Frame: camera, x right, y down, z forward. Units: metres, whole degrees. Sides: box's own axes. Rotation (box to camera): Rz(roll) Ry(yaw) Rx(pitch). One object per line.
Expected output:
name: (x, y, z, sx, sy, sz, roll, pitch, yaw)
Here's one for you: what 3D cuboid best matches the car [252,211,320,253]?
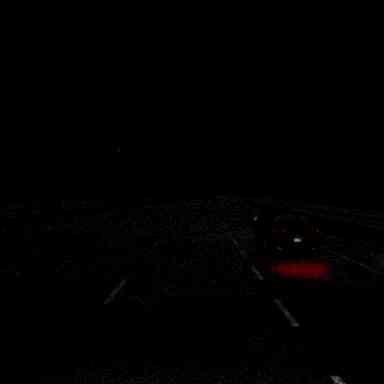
car: (3.725, 1.510, 13.947, 1.882, 1.535, 5.008, 0, 0, 2)
